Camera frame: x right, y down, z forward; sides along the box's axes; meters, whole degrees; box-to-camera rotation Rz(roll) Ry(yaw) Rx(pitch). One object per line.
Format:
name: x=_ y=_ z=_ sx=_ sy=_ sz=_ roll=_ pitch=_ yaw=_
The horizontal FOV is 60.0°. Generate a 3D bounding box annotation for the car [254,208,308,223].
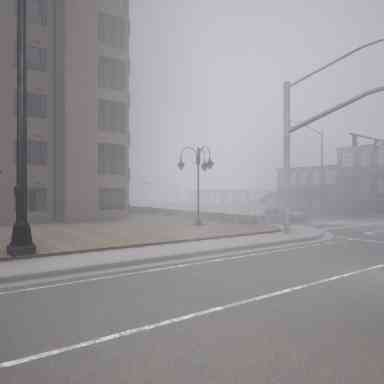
car: x=7.934 y=2.096 z=29.818 sx=1.895 sy=1.301 sz=4.718 roll=0 pitch=-4 yaw=-36

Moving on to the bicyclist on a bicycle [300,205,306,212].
bicyclist on a bicycle: x=13.549 y=2.464 z=40.681 sx=1.656 sy=1.620 sz=0.582 roll=0 pitch=-8 yaw=-35
